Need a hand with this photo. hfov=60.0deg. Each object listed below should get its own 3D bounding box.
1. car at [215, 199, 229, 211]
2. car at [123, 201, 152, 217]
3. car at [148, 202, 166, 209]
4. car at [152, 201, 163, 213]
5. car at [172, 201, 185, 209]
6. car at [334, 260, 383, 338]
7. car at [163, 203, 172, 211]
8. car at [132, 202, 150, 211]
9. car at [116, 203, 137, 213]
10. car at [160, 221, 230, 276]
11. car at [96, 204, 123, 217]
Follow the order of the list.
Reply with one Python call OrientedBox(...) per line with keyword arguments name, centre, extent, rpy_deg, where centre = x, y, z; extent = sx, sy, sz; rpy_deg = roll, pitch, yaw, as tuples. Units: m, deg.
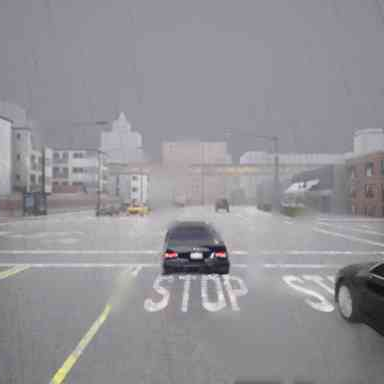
OrientedBox(name="car", centre=(5.068, 2.179, 55.920), extent=(2.150, 2.045, 5.566), rpy_deg=(0, -1, 5))
OrientedBox(name="car", centre=(-6.539, 2.119, 40.272), extent=(1.882, 1.535, 5.008), rpy_deg=(0, -1, 3))
OrientedBox(name="car", centre=(-7.127, 2.806, 68.175), extent=(1.895, 1.301, 4.718), rpy_deg=(0, -1, 18))
OrientedBox(name="car", centre=(-6.052, 2.175, 49.242), extent=(2.097, 1.767, 4.553), rpy_deg=(0, -1, 4))
OrientedBox(name="car", centre=(-3.047, 2.726, 69.102), extent=(1.837, 1.490, 4.892), rpy_deg=(0, -1, 22))
OrientedBox(name="car", centre=(3.601, 1.534, 4.413), extent=(1.837, 1.490, 4.892), rpy_deg=(0, 0, 0))
OrientedBox(name="car", centre=(-5.285, 2.624, 59.146), extent=(1.895, 1.301, 4.718), rpy_deg=(0, -1, 7))
OrientedBox(name="car", centre=(-8.883, 2.508, 58.129), extent=(1.837, 1.490, 4.892), rpy_deg=(0, -1, 6))
OrientedBox(name="car", centre=(-9.606, 2.346, 49.124), extent=(1.812, 1.442, 4.674), rpy_deg=(0, -1, 5))
OrientedBox(name="car", centre=(-0.026, 1.638, 10.578), extent=(2.033, 1.411, 5.357), rpy_deg=(0, -1, -3))
OrientedBox(name="car", centre=(-10.055, 2.162, 40.036), extent=(1.812, 1.442, 4.674), rpy_deg=(0, -1, 3))
